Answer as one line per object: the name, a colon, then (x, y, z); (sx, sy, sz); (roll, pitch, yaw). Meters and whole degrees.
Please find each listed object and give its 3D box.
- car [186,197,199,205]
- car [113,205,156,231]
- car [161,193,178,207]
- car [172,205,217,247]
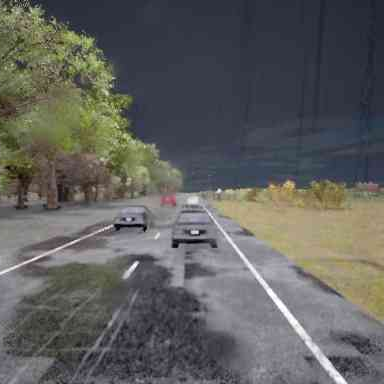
car: (0.109, 1.446, 49.568); (1.812, 1.442, 4.674); (0, 0, 0)
car: (-3.396, 1.518, 20.321); (2.033, 1.411, 5.357); (0, 0, 0)
car: (-3.388, 1.141, 49.408); (2.150, 2.045, 5.566); (0, 0, 0)
car: (0.103, 1.526, 14.769); (2.033, 1.411, 5.357); (0, 0, 0)
